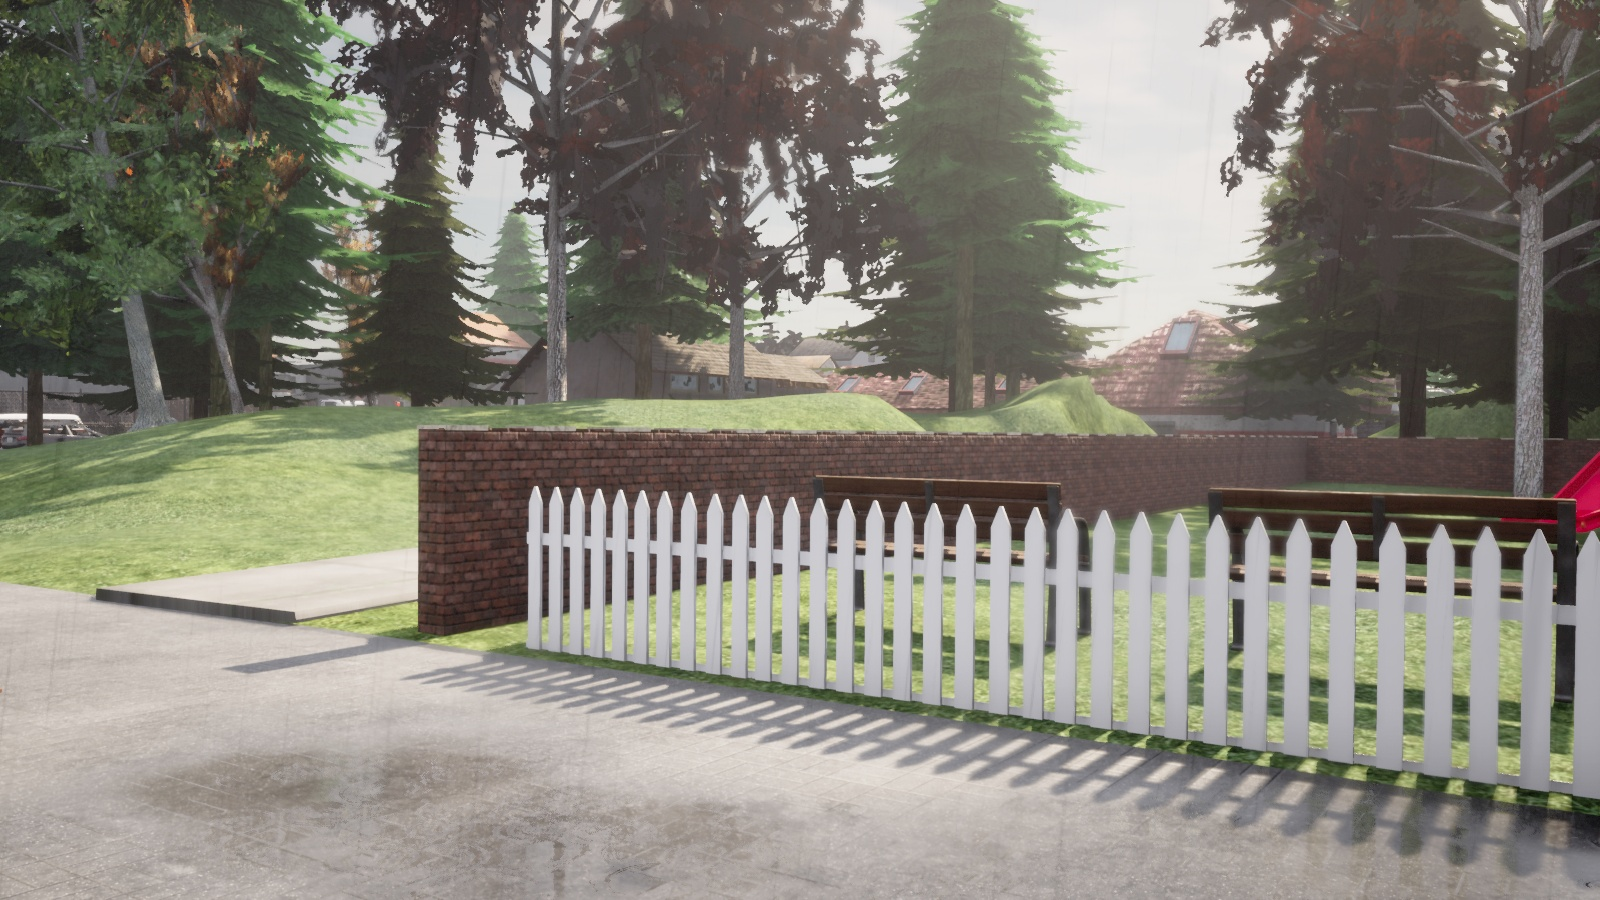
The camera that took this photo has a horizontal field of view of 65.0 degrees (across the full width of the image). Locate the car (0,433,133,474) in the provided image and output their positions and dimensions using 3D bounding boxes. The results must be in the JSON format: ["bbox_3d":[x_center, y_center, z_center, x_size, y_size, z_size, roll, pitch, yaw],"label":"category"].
[{"bbox_3d":[-31.537,0.125,53.893,2.242,1.667,4.611,0,1,33],"label":"car"}]

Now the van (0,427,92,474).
[{"bbox_3d":[-34.664,-0.002,56.420,2.069,2.038,4.480,0,1,34],"label":"van"}]
